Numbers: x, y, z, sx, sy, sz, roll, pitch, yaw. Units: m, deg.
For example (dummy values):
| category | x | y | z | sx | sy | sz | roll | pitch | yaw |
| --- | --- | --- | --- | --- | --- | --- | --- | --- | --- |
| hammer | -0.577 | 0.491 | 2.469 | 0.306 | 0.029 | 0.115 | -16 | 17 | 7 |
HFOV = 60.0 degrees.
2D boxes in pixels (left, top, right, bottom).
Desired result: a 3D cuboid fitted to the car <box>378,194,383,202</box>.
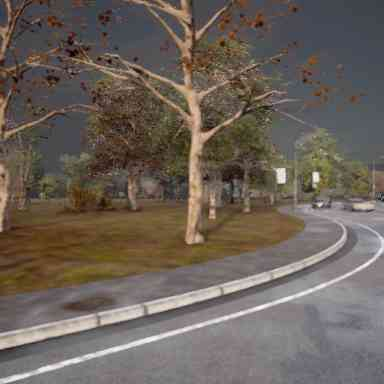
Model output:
| category | x | y | z | sx | sy | sz | roll | pitch | yaw |
| --- | --- | --- | --- | --- | --- | --- | --- | --- | --- |
| car | 32.406 | 0.625 | 52.447 | 5.566 | 2.045 | 2.150 | -1 | 0 | -7 |

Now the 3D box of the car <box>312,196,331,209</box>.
| category | x | y | z | sx | sy | sz | roll | pitch | yaw |
| --- | --- | --- | --- | --- | --- | --- | --- | --- | --- |
| car | 15.428 | 1.226 | 39.567 | 2.128 | 1.511 | 4.902 | -1 | 0 | 26 |

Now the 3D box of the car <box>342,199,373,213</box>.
| category | x | y | z | sx | sy | sz | roll | pitch | yaw |
| --- | --- | --- | --- | --- | --- | --- | --- | --- | --- |
| car | 16.937 | 1.366 | 34.116 | 1.895 | 1.301 | 4.718 | -1 | 1 | 12 |
